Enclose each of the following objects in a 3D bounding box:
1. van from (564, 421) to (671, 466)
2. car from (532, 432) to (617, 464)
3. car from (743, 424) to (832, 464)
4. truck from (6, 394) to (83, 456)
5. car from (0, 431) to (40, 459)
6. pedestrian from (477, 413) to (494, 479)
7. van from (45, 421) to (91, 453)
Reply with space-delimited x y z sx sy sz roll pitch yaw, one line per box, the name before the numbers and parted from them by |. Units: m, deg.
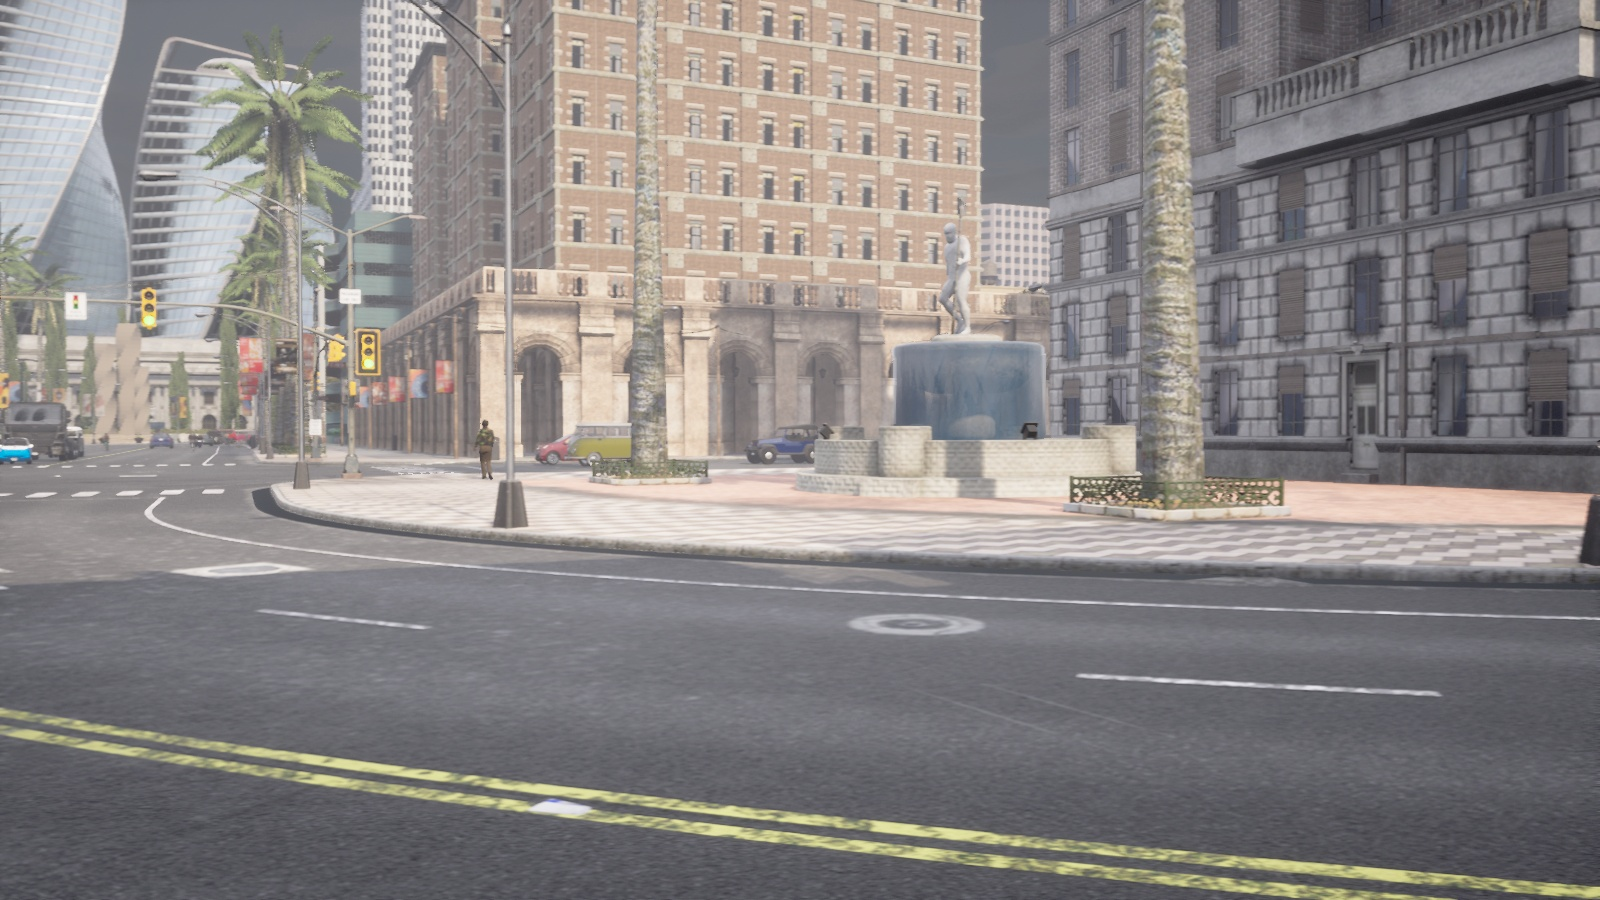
van | -8.246 -0.313 56.784 4.442 1.987 1.775 0 1 -24
car | -10.695 -0.104 59.550 3.633 1.501 1.845 0 1 -24
car | -0.605 -0.291 60.202 3.866 1.878 1.905 0 1 -24
truck | -44.128 -1.447 73.582 2.891 3.462 7.936 0 1 -24
car | -40.220 -0.261 64.756 1.481 1.376 2.207 0 1 -24
pedestrian | -9.437 -0.125 37.670 0.395 1.930 0.692 0 1 -25
van | -48.165 -0.896 82.708 2.069 2.038 4.480 0 1 -24
